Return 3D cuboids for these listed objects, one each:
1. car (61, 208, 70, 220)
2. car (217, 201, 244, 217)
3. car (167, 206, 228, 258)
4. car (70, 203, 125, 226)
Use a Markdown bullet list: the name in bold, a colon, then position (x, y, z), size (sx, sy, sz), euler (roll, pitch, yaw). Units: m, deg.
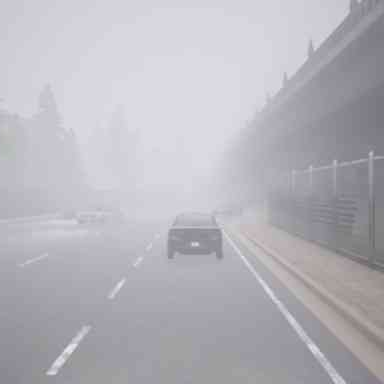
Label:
- **car**: position (-9.111, 1.591, 28.172), size (1.994, 1.385, 4.181), euler (0, 0, 15)
- **car**: position (3.579, 1.594, 32.187), size (1.994, 1.385, 4.181), euler (0, 0, 27)
- **car**: position (0.102, 1.490, 12.889), size (1.882, 1.535, 5.008), euler (0, 0, 0)
- **car**: position (-6.528, 1.624, 24.002), size (1.895, 1.301, 4.718), euler (0, 0, 8)
